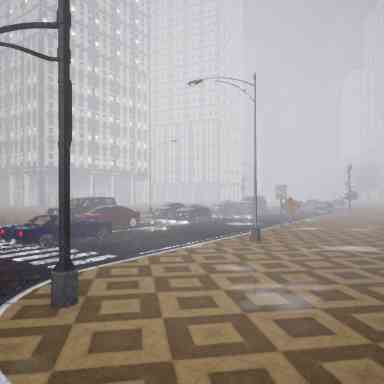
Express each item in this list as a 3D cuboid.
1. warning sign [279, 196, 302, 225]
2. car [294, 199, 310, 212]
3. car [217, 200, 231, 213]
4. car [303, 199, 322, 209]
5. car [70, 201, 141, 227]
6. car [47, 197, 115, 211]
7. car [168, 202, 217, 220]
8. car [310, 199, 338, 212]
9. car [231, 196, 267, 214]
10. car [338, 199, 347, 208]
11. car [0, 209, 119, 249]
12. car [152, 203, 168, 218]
[{"bbox_3d":[6.811,1.251,22.975,1.300,1.860,1.060,0,0,34],"label":"warning sign"},{"bbox_3d":[13.892,1.822,44.316,1.812,1.442,4.674,0,-1,34],"label":"car"},{"bbox_3d":[4.198,1.772,41.698,2.128,1.511,4.902,0,-1,34],"label":"car"},{"bbox_3d":[19.159,1.858,52.751,1.837,1.490,4.892,0,0,31],"label":"car"},{"bbox_3d":[-5.531,1.603,21.687,1.882,1.535,5.008,0,-1,34],"label":"car"},{"bbox_3d":[-7.805,1.366,24.119,2.150,2.045,5.566,0,-1,34],"label":"car"},{"bbox_3d":[0.124,1.754,29.954,1.994,1.385,4.181,0,-1,34],"label":"car"},{"bbox_3d":[17.313,1.836,43.541,2.033,1.411,5.357,0,0,32],"label":"car"},{"bbox_3d":[7.265,1.489,40.422,2.150,2.045,5.566,0,0,34],"label":"car"},{"bbox_3d":[24.205,1.839,54.742,1.882,1.535,5.008,0,0,31],"label":"car"},{"bbox_3d":[-5.855,1.673,15.105,1.895,1.301,4.718,0,-1,34],"label":"car"},{"bbox_3d":[-1.965,1.737,32.649,1.812,1.442,4.674,0,-1,34],"label":"car"}]
